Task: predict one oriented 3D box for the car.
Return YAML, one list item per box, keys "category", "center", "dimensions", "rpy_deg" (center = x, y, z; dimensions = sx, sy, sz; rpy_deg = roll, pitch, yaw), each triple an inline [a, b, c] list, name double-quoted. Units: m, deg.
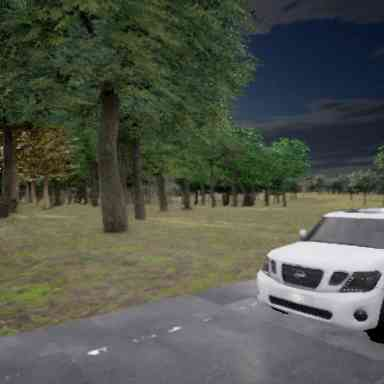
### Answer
- category: "car"
  center: [3.815, 1.386, 7.070]
  dimensions: [5.566, 2.045, 2.150]
  rpy_deg: [1, -2, -39]
